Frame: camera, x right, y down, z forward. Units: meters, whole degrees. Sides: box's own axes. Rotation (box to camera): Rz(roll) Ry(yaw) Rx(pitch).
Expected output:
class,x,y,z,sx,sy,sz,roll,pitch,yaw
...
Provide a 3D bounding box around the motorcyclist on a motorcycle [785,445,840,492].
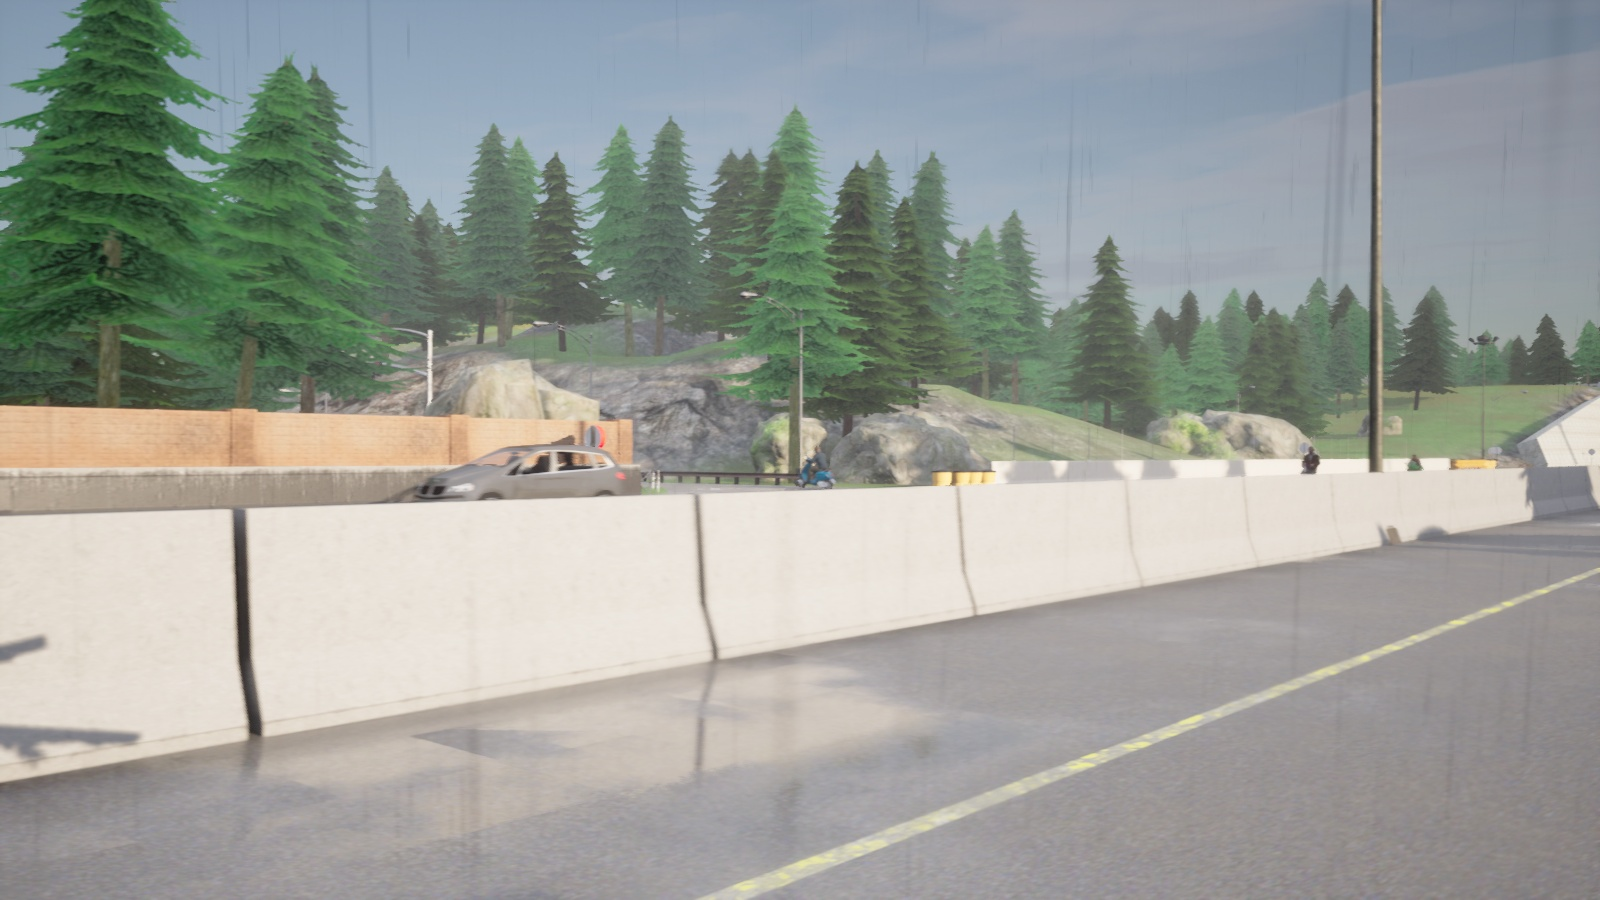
class,x,y,z,sx,sy,sz,roll,pitch,yaw
motorcyclist on a motorcycle,0.441,0.658,45.867,1.817,1.590,0.866,4,3,42

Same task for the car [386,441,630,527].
class,x,y,z,sx,sy,sz,roll,pitch,yaw
car,-6.120,0.672,26.722,2.242,1.667,4.611,0,0,41
